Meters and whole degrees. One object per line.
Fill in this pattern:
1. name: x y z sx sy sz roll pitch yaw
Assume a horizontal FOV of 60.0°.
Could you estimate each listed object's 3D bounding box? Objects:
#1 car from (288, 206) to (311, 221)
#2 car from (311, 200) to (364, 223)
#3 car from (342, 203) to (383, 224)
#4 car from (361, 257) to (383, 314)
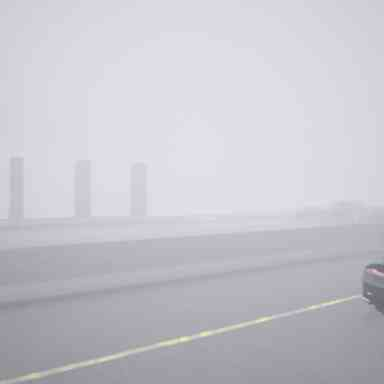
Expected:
1. car: 12.207 2.183 34.848 4.902 1.511 2.128 0 -1 -30
2. car: 14.563 1.834 32.178 5.566 2.045 2.150 0 -1 -30
3. car: 15.717 2.019 28.794 4.902 1.511 2.128 0 -1 -30
4. car: 5.371 1.600 6.435 4.902 1.511 2.128 0 -1 -30
